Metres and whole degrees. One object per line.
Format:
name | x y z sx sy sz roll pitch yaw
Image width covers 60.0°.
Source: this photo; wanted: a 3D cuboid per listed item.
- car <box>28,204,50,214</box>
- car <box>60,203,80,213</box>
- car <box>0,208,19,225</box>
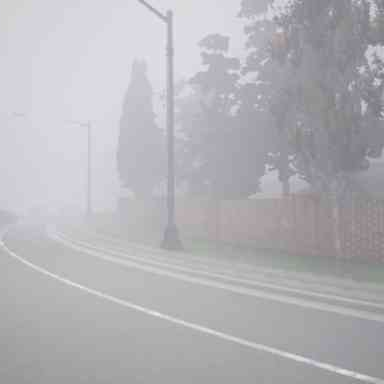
car | -23.433 2.596 51.147 1.994 1.385 4.181 -1 -1 -2
car | -19.991 2.566 54.632 1.882 1.535 5.008 -1 -1 0
car | -16.654 2.125 29.074 1.994 1.385 4.181 0 -1 -15
